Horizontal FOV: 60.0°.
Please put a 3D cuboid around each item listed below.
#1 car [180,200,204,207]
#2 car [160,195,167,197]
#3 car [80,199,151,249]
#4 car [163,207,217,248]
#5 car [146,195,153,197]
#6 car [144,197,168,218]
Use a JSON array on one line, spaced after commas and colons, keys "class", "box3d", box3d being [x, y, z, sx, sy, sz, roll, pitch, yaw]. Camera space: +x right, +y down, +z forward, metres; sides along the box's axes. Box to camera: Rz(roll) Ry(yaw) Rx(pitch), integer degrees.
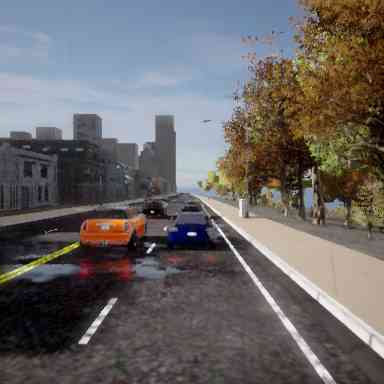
[{"class": "car", "box3d": [0.000, 1.508, 29.652, 1.837, 1.490, 4.892, 0, 0, 0]}, {"class": "car", "box3d": [-6.501, 1.481, 75.926, 2.033, 1.411, 5.357, 0, 0, 0]}, {"class": "car", "box3d": [-3.249, 1.360, 14.621, 2.097, 1.767, 4.553, 0, 0, 0]}, {"class": "car", "box3d": [0.000, 1.567, 14.651, 1.994, 1.385, 4.181, 0, 0, 0]}, {"class": "car", "box3d": [-9.750, 1.466, 75.927, 1.812, 1.442, 4.674, 0, 0, 0]}, {"class": "car", "box3d": [-3.250, 1.477, 29.652, 1.882, 1.535, 5.008, 0, 0, 0]}]
